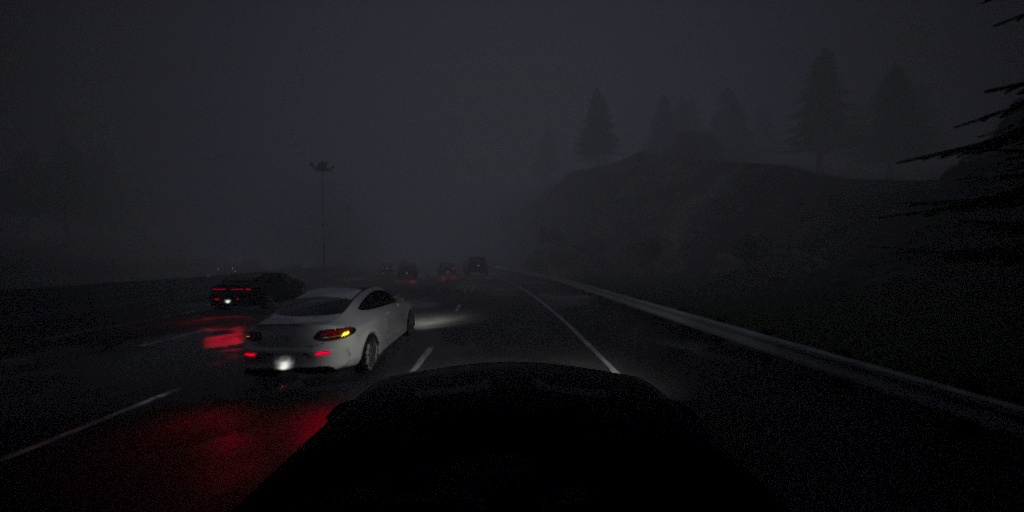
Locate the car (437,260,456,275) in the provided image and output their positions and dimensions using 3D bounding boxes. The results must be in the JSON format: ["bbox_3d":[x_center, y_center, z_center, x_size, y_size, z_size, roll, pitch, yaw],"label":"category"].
[{"bbox_3d":[-7.896,1.504,42.670,1.895,1.301,4.718,-1,0,-16],"label":"car"}]

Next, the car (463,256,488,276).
[{"bbox_3d":[-4.022,1.065,39.247,2.150,2.045,5.566,-1,0,-13],"label":"car"}]

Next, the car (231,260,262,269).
[{"bbox_3d":[-36.695,1.570,50.245,2.150,2.045,5.566,-1,0,-20],"label":"car"}]

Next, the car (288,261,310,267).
[{"bbox_3d":[-27.509,1.752,45.041,2.033,1.411,5.357,-1,0,-16],"label":"car"}]

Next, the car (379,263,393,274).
[{"bbox_3d":[-16.192,1.580,46.522,2.033,1.411,5.357,-1,0,-20],"label":"car"}]

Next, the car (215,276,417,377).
[{"bbox_3d":[-3.394,1.332,7.483,1.812,1.442,4.674,0,0,-3],"label":"car"}]

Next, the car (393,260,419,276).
[{"bbox_3d":[-10.549,1.430,36.480,2.128,1.511,4.902,-1,0,-13],"label":"car"}]

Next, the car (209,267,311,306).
[{"bbox_3d":[-10.840,1.432,15.767,1.837,1.490,4.892,0,0,-6],"label":"car"}]

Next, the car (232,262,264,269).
[{"bbox_3d":[-30.278,1.807,41.923,1.994,1.385,4.181,-1,0,-16],"label":"car"}]
